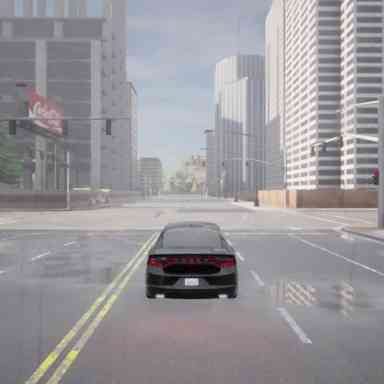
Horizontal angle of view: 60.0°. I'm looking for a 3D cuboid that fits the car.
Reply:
[{"bbox_3d":[0.001,1.478,8.499,1.882,1.535,5.008,0,0,0],"label":"car"}]
